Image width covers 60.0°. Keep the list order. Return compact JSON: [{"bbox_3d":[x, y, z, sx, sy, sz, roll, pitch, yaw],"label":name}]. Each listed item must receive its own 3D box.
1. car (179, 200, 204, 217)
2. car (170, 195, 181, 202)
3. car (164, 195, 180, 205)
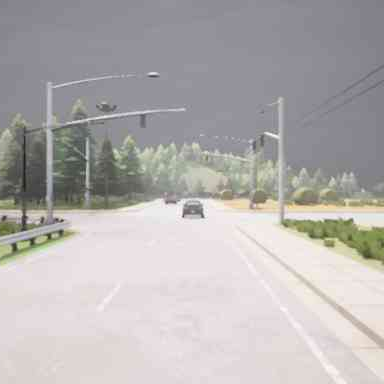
[{"bbox_3d":[0.087,1.444,29.735,1.812,1.442,4.674,0,0,0],"label":"car"},{"bbox_3d":[-3.497,1.384,71.606,2.033,1.411,5.357,0,0,0],"label":"car"},{"bbox_3d":[-3.550,1.479,55.911,1.895,1.301,4.718,0,0,1],"label":"car"}]
